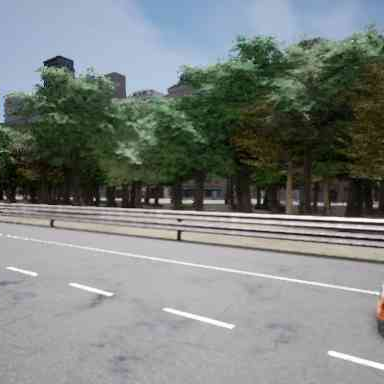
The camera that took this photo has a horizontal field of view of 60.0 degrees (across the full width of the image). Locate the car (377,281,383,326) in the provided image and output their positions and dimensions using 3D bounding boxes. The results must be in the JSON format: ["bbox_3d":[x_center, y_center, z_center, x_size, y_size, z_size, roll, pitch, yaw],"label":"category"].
[{"bbox_3d":[5.130,1.352,4.510,4.553,1.767,2.097,0,0,35],"label":"car"}]
